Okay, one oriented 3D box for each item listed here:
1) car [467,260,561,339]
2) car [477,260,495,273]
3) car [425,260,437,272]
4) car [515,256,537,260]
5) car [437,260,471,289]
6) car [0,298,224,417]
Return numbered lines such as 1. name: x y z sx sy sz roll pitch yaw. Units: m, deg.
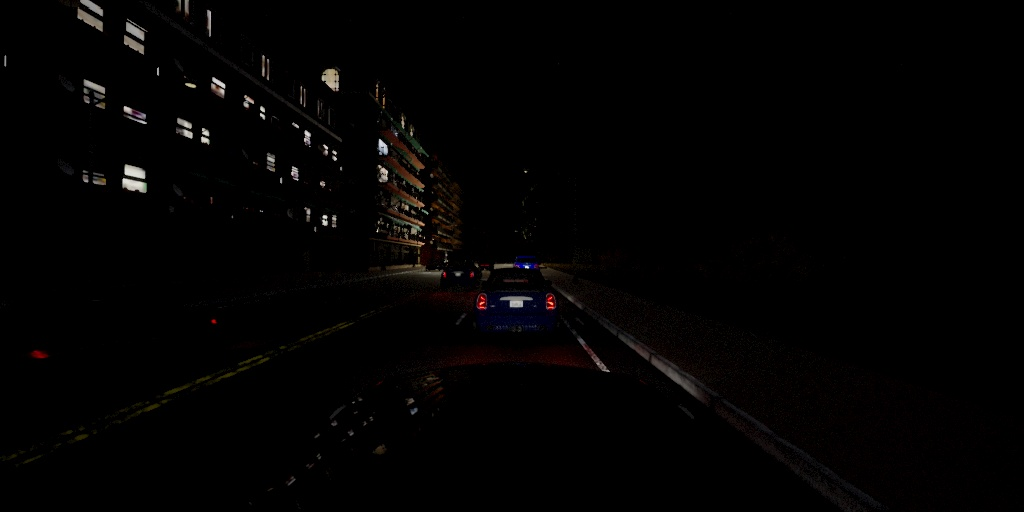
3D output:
1. car: 0.103 1.104 10.236 2.097 1.767 4.553 0 0 0
2. car: -3.132 1.261 43.658 1.837 1.490 4.892 0 0 0
3. car: -9.830 1.233 46.234 1.882 1.535 5.008 0 0 0
4. car: 1.150 0.980 30.190 2.150 2.045 5.566 0 0 0
5. car: -3.142 1.107 22.956 2.097 1.767 4.553 0 0 0
6. car: -6.600 1.298 4.650 2.033 1.411 5.357 0 0 0
